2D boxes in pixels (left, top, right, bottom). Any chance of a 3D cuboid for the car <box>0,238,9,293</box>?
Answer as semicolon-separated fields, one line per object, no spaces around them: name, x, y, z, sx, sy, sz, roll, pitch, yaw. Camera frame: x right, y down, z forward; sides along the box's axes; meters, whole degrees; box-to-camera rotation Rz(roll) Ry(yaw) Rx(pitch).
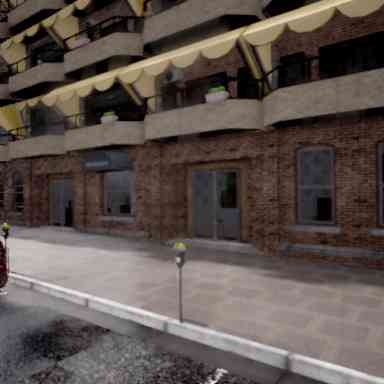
car;-5.873;1.313;7.082;5.009;1.841;2.192;0;-1;36
